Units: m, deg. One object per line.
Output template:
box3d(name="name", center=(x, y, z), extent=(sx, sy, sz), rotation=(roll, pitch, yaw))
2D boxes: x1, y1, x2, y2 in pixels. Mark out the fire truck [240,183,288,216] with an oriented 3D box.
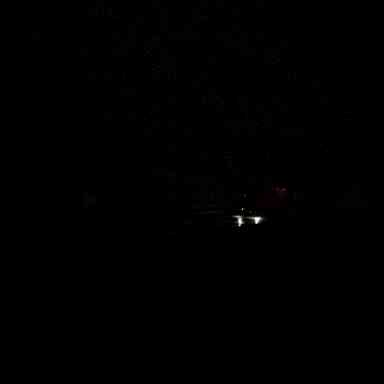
box3d(name="fire truck", center=(9.146, 0.877, 41.452), extent=(2.891, 3.827, 8.468), rotation=(1, 0, 35))
